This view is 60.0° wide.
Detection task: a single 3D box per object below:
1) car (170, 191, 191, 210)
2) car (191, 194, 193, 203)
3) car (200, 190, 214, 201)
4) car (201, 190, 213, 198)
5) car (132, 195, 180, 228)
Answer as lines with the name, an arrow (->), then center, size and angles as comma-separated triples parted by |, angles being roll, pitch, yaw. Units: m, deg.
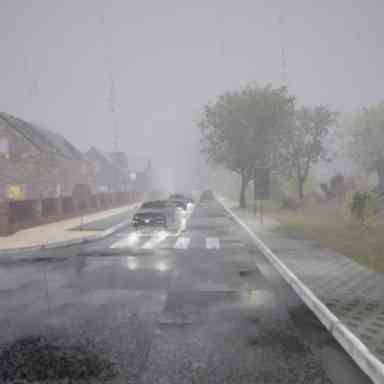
car -> -1.434, 0.905, 32.163 | 1.837, 1.490, 4.892 | 0, 1, 2
car -> -0.858, 0.663, 45.299 | 2.128, 1.511, 4.902 | 0, 1, 3
car -> 2.307, 0.428, 50.944 | 2.097, 1.767, 4.553 | 0, 1, 2
car -> 2.879, 0.340, 64.563 | 2.128, 1.511, 4.902 | 0, 1, 2
car -> -2.051, 1.141, 19.035 | 1.837, 1.490, 4.892 | 0, 2, 5
